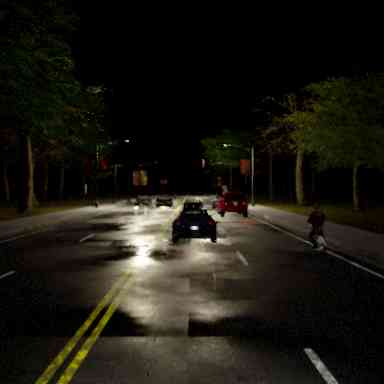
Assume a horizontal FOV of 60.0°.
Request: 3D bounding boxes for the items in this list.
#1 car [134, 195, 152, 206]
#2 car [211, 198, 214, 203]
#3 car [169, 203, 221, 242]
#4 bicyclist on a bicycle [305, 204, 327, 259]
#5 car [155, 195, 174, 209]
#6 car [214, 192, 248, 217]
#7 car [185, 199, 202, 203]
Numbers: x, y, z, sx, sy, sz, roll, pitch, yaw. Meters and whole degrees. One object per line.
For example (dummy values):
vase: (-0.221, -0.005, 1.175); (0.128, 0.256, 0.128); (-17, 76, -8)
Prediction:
car: (-6.490, 1.173, 45.012); (2.033, 1.411, 5.357); (0, 0, 0)
car: (3.264, 1.220, 38.961); (2.033, 1.411, 5.357); (0, 0, 0)
car: (0.105, 1.429, 15.680); (1.994, 1.385, 4.181); (0, 0, 0)
bicyclist on a bicycle: (4.148, 1.273, 11.279); (0.659, 1.776, 1.843); (0, 1, 0)
car: (-3.288, 1.141, 40.210); (1.882, 1.535, 5.008); (0, 0, 1)
car: (3.360, 0.982, 28.283); (2.150, 2.045, 5.566); (0, 0, 0)
car: (0.112, 1.324, 32.788); (1.895, 1.301, 4.718); (0, 0, 0)
